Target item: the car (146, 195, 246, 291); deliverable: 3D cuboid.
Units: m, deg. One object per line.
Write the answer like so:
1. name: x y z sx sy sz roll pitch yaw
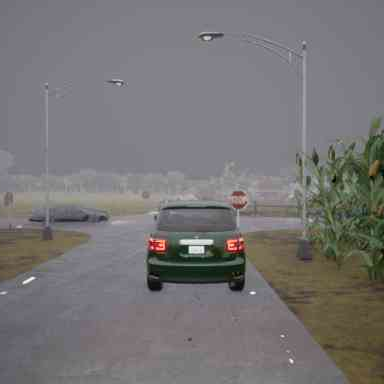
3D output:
1. car: 0.086 1.217 9.153 2.150 2.045 5.566 0 0 0

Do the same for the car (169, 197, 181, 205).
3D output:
1. car: -2.941 1.557 58.380 1.994 1.385 4.181 0 0 0

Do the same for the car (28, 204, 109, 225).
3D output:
1. car: -8.748 1.581 23.977 5.357 1.411 2.033 0 2 -12

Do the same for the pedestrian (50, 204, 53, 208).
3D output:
1. pedestrian: -12.238 1.612 29.166 0.500 1.100 0.500 0 2 0

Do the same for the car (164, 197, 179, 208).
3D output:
1. car: -2.933 1.468 48.567 1.882 1.535 5.008 0 0 0

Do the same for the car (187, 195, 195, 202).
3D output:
1. car: -0.157 1.479 80.817 1.882 1.535 5.008 0 0 0

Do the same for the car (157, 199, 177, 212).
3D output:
1. car: -2.924 1.552 39.833 1.994 1.385 4.181 0 0 0

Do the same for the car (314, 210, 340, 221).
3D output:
1. car: 12.562 1.522 26.282 5.357 1.411 2.033 0 2 0

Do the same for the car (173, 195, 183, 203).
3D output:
1. car: -2.889 1.473 68.441 1.882 1.535 5.008 0 0 0
